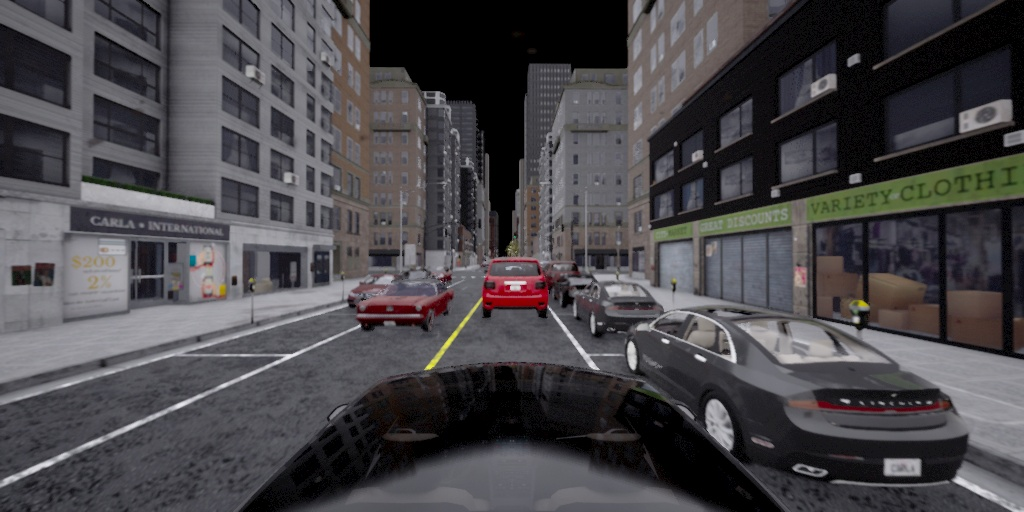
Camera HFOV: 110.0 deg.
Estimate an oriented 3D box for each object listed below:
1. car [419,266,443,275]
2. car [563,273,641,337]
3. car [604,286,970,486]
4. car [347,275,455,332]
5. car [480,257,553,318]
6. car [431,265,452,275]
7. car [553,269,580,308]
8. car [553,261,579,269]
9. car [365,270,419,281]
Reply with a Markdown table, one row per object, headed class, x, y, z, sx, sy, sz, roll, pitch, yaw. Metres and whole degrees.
| class | x | y | z | sx | sy | sz | roll | pitch | yaw |
| --- | --- | --- | --- | --- | --- | --- | --- | --- | --- |
| car | -5.670 | 1.483 | 21.364 | 1.948 | 1.339 | 4.313 | 0 | 0 | 0 |
| car | 2.856 | 1.374 | 10.323 | 2.007 | 1.370 | 4.403 | 0 | 0 | 0 |
| car | 2.856 | 1.327 | 4.800 | 2.007 | 1.370 | 4.403 | 0 | 0 | 0 |
| car | -3.103 | 1.433 | 11.327 | 1.895 | 1.301 | 4.718 | 0 | 0 | 0 |
| car | 0.100 | 1.075 | 13.589 | 2.150 | 2.045 | 5.566 | 0 | 0 | 0 |
| car | -5.670 | 1.405 | 26.889 | 1.967 | 1.591 | 4.097 | 0 | 0 | 0 |
| car | 2.856 | 1.436 | 15.847 | 1.948 | 1.339 | 4.313 | 0 | 0 | 0 |
| car | 2.856 | 1.232 | 21.371 | 2.192 | 1.841 | 5.009 | 0 | 0 | 0 |
| car | -5.670 | 1.453 | 15.839 | 1.802 | 1.307 | 4.207 | 0 | 0 | 0 |
